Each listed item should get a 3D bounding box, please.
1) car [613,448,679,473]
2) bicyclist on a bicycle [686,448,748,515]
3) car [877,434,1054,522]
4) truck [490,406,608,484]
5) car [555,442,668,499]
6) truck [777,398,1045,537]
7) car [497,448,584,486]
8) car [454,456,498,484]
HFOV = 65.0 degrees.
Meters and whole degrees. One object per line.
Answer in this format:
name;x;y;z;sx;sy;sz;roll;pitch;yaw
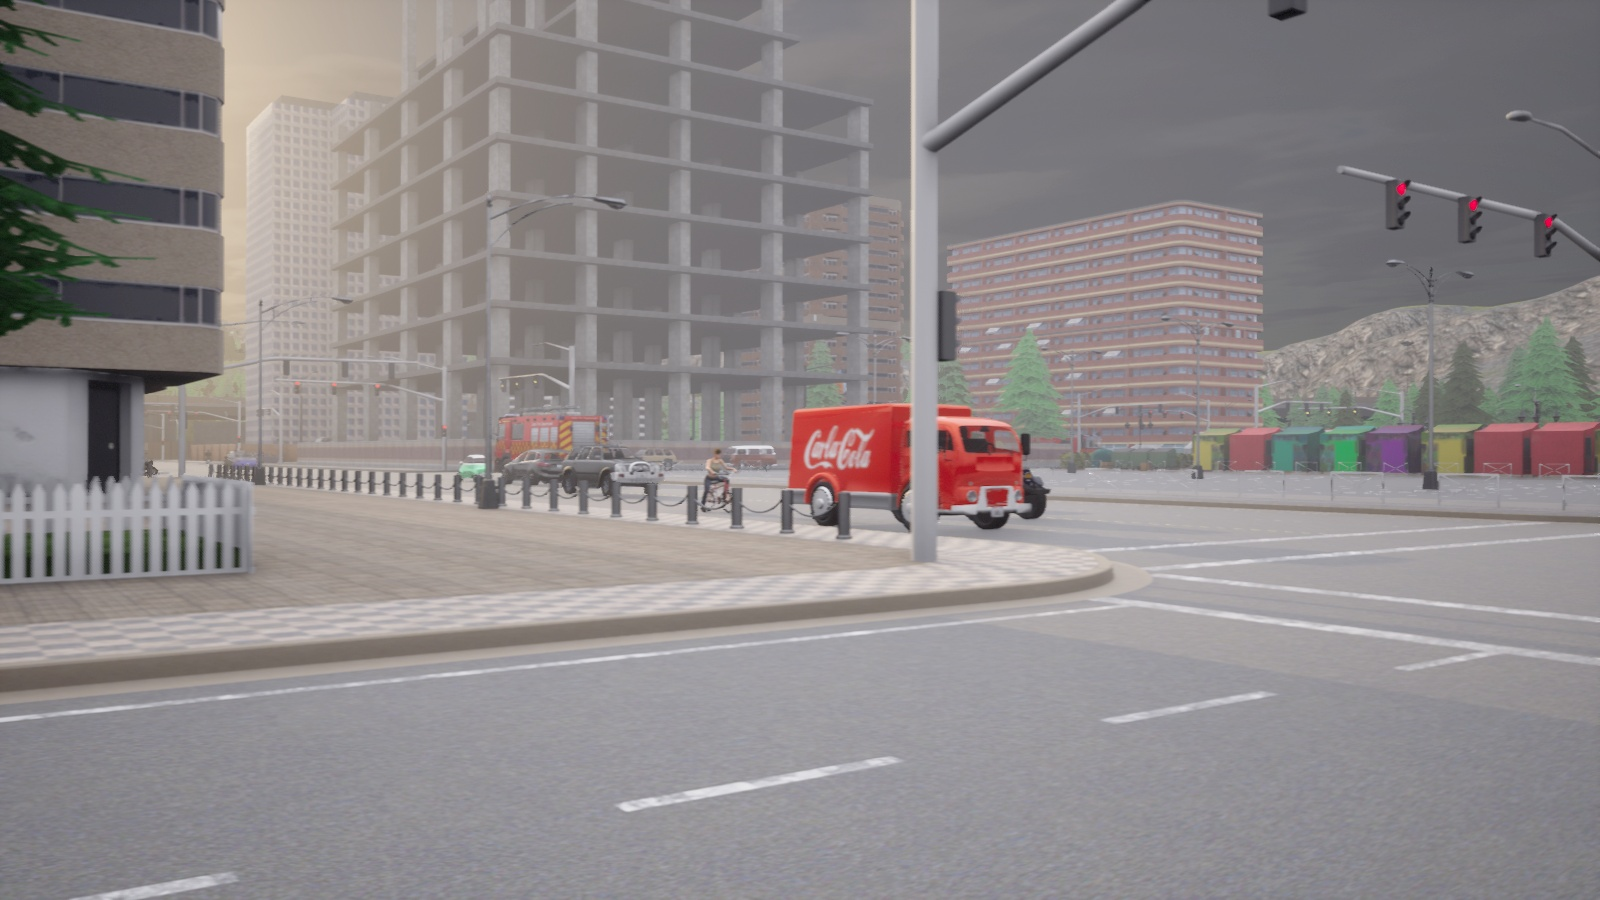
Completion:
car;-11.787;0.767;96.244;4.605;1.855;1.932;0;0;-35
bicyclist on a bicycle;-2.068;0.762;31.146;0.866;1.612;1.509;0;0;-35
car;3.744;0.604;28.939;1.905;1.878;3.866;0;0;-35
truck;-13.184;-0.232;65.318;2.891;3.827;8.468;0;0;-35
car;-6.634;0.683;43.736;1.932;1.855;4.605;0;0;-37
truck;2.082;0.316;25.213;2.627;2.467;5.204;0;0;-35
car;-11.909;0.755;57.400;2.242;1.667;4.611;0;0;-35
car;-16.480;0.991;63.923;1.481;1.376;2.207;0;0;-35
